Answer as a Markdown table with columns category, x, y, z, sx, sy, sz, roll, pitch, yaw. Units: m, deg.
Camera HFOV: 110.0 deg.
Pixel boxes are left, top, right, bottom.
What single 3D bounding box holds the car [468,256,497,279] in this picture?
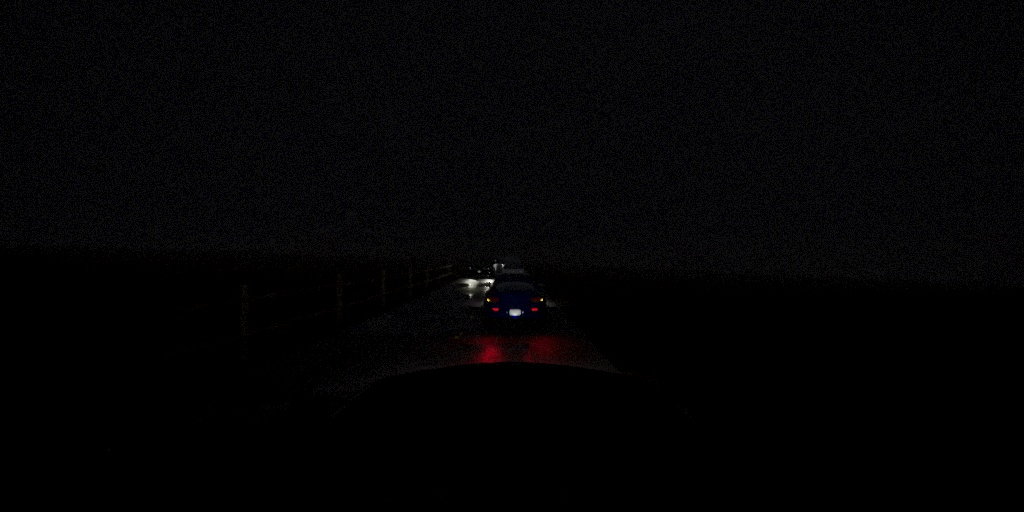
| category | x | y | z | sx | sy | sz | roll | pitch | yaw |
| --- | --- | --- | --- | --- | --- | --- | --- | --- | --- |
| car | -2.832 | 0.983 | 33.762 | 2.150 | 2.045 | 5.566 | 0 | 0 | 0 |

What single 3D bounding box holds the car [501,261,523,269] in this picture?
| category | x | y | z | sx | sy | sz | roll | pitch | yaw |
| --- | --- | --- | --- | --- | --- | --- | --- | --- | --- |
| car | 0.115 | 1.367 | 32.856 | 1.895 | 1.301 | 4.718 | 0 | 0 | 0 |

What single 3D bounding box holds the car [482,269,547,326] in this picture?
| category | x | y | z | sx | sy | sz | roll | pitch | yaw |
| --- | --- | --- | --- | --- | --- | --- | --- | --- | --- |
| car | 0.090 | 1.313 | 11.725 | 1.812 | 1.442 | 4.674 | 0 | 0 | 0 |
